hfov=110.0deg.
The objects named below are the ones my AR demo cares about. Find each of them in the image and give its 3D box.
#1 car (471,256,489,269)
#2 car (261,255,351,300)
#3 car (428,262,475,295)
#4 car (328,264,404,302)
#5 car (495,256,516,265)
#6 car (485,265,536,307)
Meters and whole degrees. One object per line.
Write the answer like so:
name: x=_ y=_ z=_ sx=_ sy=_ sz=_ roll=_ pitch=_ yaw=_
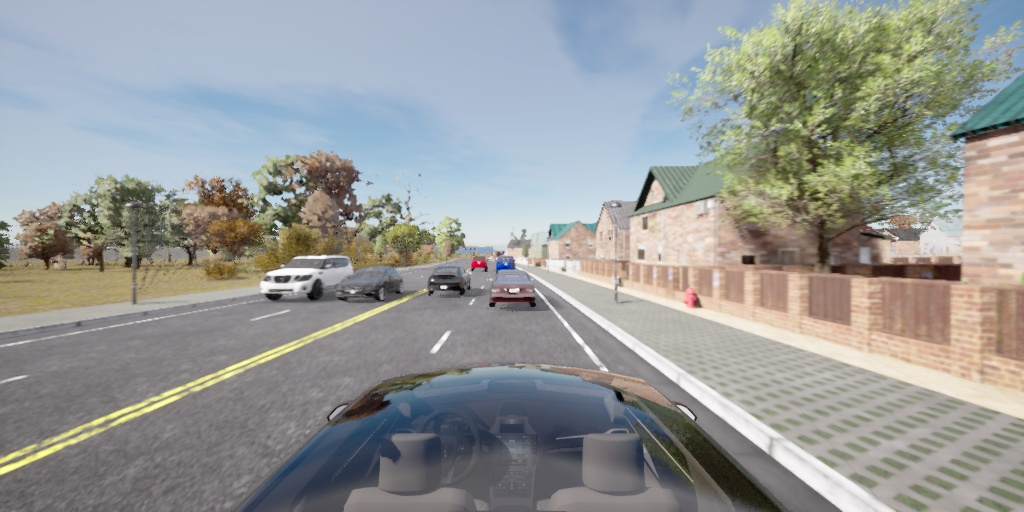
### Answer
car: x=-4.386 y=0.995 z=48.802 sx=2.150 sy=2.045 sz=5.566 roll=0 pitch=0 yaw=-3
car: x=-9.901 y=0.978 z=18.031 sx=2.150 sy=2.045 sz=5.566 roll=0 pitch=0 yaw=-1
car: x=-3.346 y=1.266 z=19.786 sx=1.837 sy=1.490 sz=4.892 roll=0 pitch=0 yaw=-1
car: x=-6.649 y=1.274 z=17.321 sx=1.837 sy=1.490 sz=4.892 roll=0 pitch=0 yaw=-1
car: x=-0.767 y=0.984 z=41.161 sx=2.150 sy=2.045 sz=5.566 roll=0 pitch=0 yaw=-3
car: x=-0.005 y=1.301 z=15.540 sx=2.033 sy=1.411 sz=5.357 roll=0 pitch=0 yaw=-1
